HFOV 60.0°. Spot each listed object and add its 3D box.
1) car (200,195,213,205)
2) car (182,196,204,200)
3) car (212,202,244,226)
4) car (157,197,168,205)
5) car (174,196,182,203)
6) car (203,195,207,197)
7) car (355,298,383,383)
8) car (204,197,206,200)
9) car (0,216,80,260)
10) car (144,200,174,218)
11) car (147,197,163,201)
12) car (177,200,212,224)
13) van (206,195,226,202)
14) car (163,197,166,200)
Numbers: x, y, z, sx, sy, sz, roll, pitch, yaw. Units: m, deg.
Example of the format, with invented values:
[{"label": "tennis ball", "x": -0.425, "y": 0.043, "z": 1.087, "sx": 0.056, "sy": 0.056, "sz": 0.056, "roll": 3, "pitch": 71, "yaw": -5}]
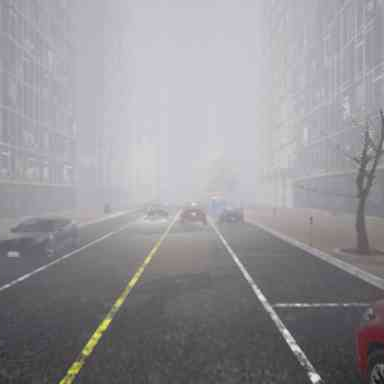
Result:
[{"label": "car", "x": 2.732, "y": 1.520, "z": 64.041, "sx": 2.192, "sy": 1.841, "sz": 5.009, "roll": 0, "pitch": 0, "yaw": 0}, {"label": "car", "x": 0.126, "y": 1.655, "z": 42.600, "sx": 2.163, "sy": 1.488, "sz": 4.792, "roll": 0, "pitch": 0, "yaw": 0}, {"label": "car", "x": 2.706, "y": 1.641, "z": 24.160, "sx": 1.887, "sy": 1.381, "sz": 4.507, "roll": 0, "pitch": 0, "yaw": 0}, {"label": "car", "x": -5.649, "y": 1.730, "z": 63.876, "sx": 1.752, "sy": 1.417, "sz": 4.829, "roll": 0, "pitch": 0, "yaw": 0}, {"label": "car", "x": -2.957, "y": 1.638, "z": 71.951, "sx": 1.812, "sy": 1.442, "sz": 4.674, "roll": 0, "pitch": 0, "yaw": 0}, {"label": "car", "x": 2.727, "y": 1.758, "z": 58.344, "sx": 1.947, "sy": 1.339, "sz": 4.313, "roll": 0, "pitch": 0, "yaw": 0}, {"label": "car", "x": 2.692, "y": 1.322, "z": 1.369, "sx": 2.192, "sy": 1.841, "sz": 5.009, "roll": 0, "pitch": 0, "yaw": 0}, {"label": "car", "x": 2.720, "y": 1.746, "z": 46.950, "sx": 1.802, "sy": 1.307, "sz": 4.206, "roll": 0, "pitch": 0, "yaw": 0}, {"label": "car", "x": -5.682, "y": 1.621, "z": 12.771, "sx": 1.947, "sy": 1.339, "sz": 4.313, "roll": 0, "pitch": 0, "yaw": 0}, {"label": "car", "x": -3.079, "y": 1.721, "z": 31.465, "sx": 1.895, "sy": 1.301, "sz": 4.718, "roll": 0, "pitch": 0, "yaw": 0}, {"label": "car", "x": -5.660, "y": 1.715, "z": 46.955, "sx": 2.008, "sy": 1.369, "sz": 4.403, "roll": 0, "pitch": 0, "yaw": 0}, {"label": "car", "x": 0.115, "y": 1.605, "z": 25.717, "sx": 2.163, "sy": 1.488, "sz": 4.792, "roll": 0, "pitch": 0, "yaw": 0}, {"label": "van", "x": 2.714, "y": 1.473, "z": 35.554, "sx": 1.690, "sy": 1.788, "sz": 3.998, "roll": 0, "pitch": 0, "yaw": 0}, {"label": "car", "x": -5.656, "y": 1.745, "z": 52.651, "sx": 1.947, "sy": 1.339, "sz": 4.313, "roll": 0, "pitch": 0, "yaw": 0}]
